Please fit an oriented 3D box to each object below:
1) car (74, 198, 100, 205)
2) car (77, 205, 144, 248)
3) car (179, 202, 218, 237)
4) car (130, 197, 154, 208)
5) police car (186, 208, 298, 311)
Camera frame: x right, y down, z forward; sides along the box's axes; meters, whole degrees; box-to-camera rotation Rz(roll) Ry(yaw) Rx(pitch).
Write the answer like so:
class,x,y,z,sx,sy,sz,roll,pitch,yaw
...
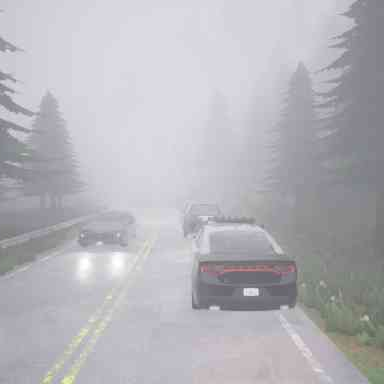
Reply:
class,x,y,z,sx,sy,sz,roll,pitch,yaw
car,-17.594,1.770,55.345,4.902,1.511,2.128,-3,3,27
car,-3.574,1.532,15.079,2.033,1.411,5.357,0,0,-3
car,0.529,1.314,17.928,2.097,1.767,4.553,0,0,-3
car,-6.999,1.461,46.070,1.837,1.490,4.892,-3,1,-35
police car,0.905,1.409,7.957,1.930,1.638,5.238,0,0,-1
